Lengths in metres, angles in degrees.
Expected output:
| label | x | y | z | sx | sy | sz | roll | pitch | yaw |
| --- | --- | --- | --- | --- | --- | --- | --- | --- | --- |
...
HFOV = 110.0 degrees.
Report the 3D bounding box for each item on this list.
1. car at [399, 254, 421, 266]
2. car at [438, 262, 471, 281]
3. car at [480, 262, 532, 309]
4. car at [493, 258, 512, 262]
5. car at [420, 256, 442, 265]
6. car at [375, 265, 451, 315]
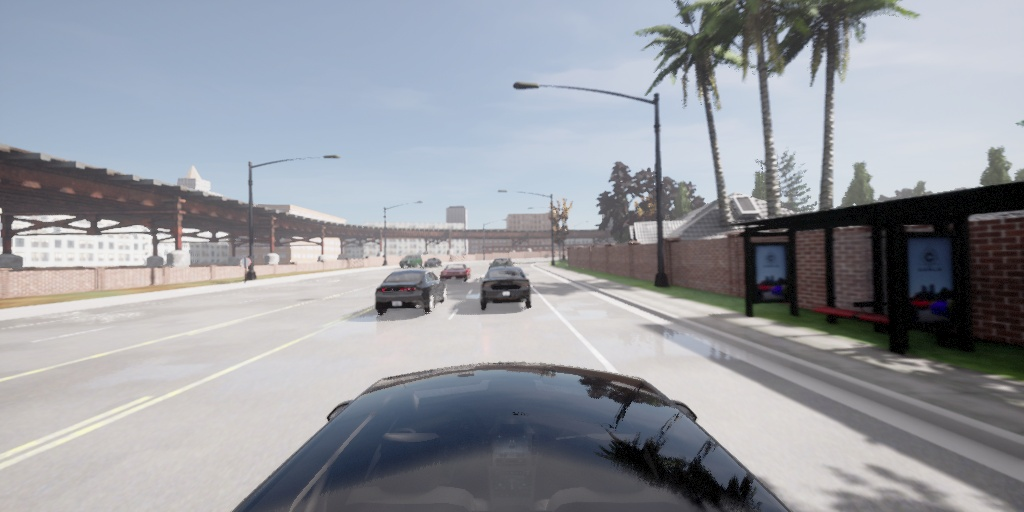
| label | x | y | z | sx | sy | sz | roll | pitch | yaw |
| --- | --- | --- | --- | --- | --- | --- | --- | --- | --- |
| car | -15.394 | 0.812 | 54.952 | 2.150 | 2.045 | 5.566 | -1 | 1 | 3 |
| car | -4.227 | 1.243 | 27.820 | 1.895 | 1.301 | 4.718 | -1 | 1 | -1 |
| car | -0.277 | 1.169 | 14.848 | 1.882 | 1.535 | 5.008 | -1 | 0 | -2 |
| car | -0.770 | 0.907 | 29.132 | 2.097 | 1.767 | 4.553 | -1 | 0 | -2 |
| car | -11.880 | 1.026 | 53.964 | 1.837 | 1.490 | 4.892 | -2 | 1 | 3 |
| car | -3.751 | 1.275 | 13.895 | 1.837 | 1.490 | 4.892 | -1 | 0 | -2 |
